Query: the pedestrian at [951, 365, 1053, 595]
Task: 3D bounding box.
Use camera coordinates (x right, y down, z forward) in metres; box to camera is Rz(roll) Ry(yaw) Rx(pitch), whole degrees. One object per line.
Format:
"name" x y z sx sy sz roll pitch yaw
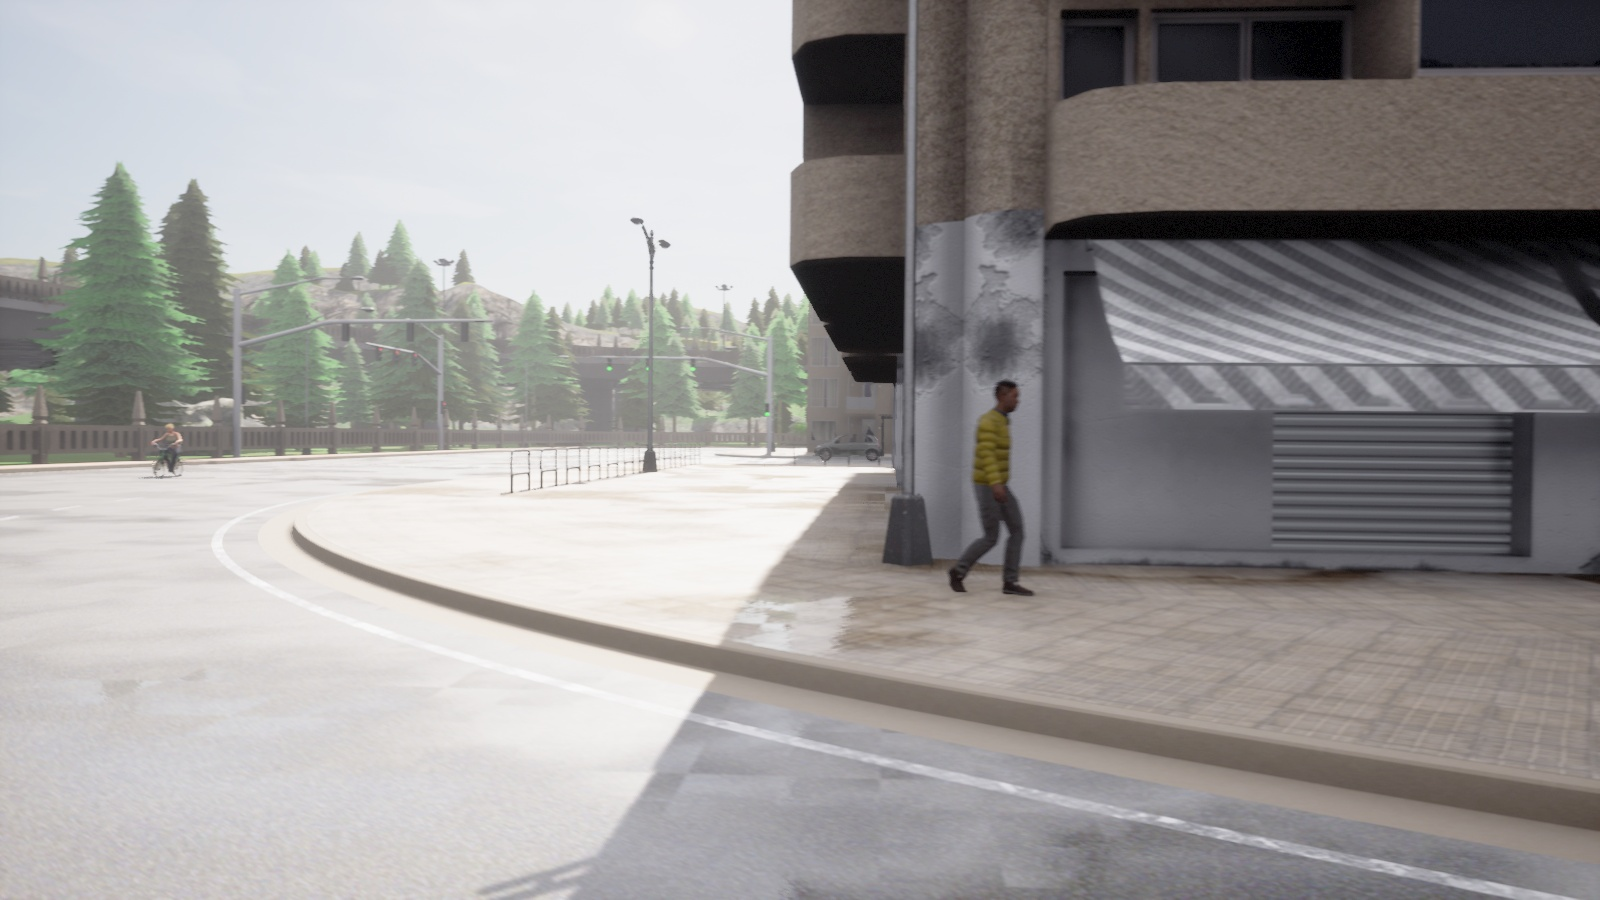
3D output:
"pedestrian" 1.678 0.239 10.430 0.709 1.840 0.431 0 1 36

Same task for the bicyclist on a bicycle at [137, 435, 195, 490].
"bicyclist on a bicycle" -18.804 0.354 37.299 0.866 1.612 1.509 0 1 4

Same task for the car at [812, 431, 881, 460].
"car" 2.738 -0.265 73.393 3.988 1.617 1.851 0 1 3
